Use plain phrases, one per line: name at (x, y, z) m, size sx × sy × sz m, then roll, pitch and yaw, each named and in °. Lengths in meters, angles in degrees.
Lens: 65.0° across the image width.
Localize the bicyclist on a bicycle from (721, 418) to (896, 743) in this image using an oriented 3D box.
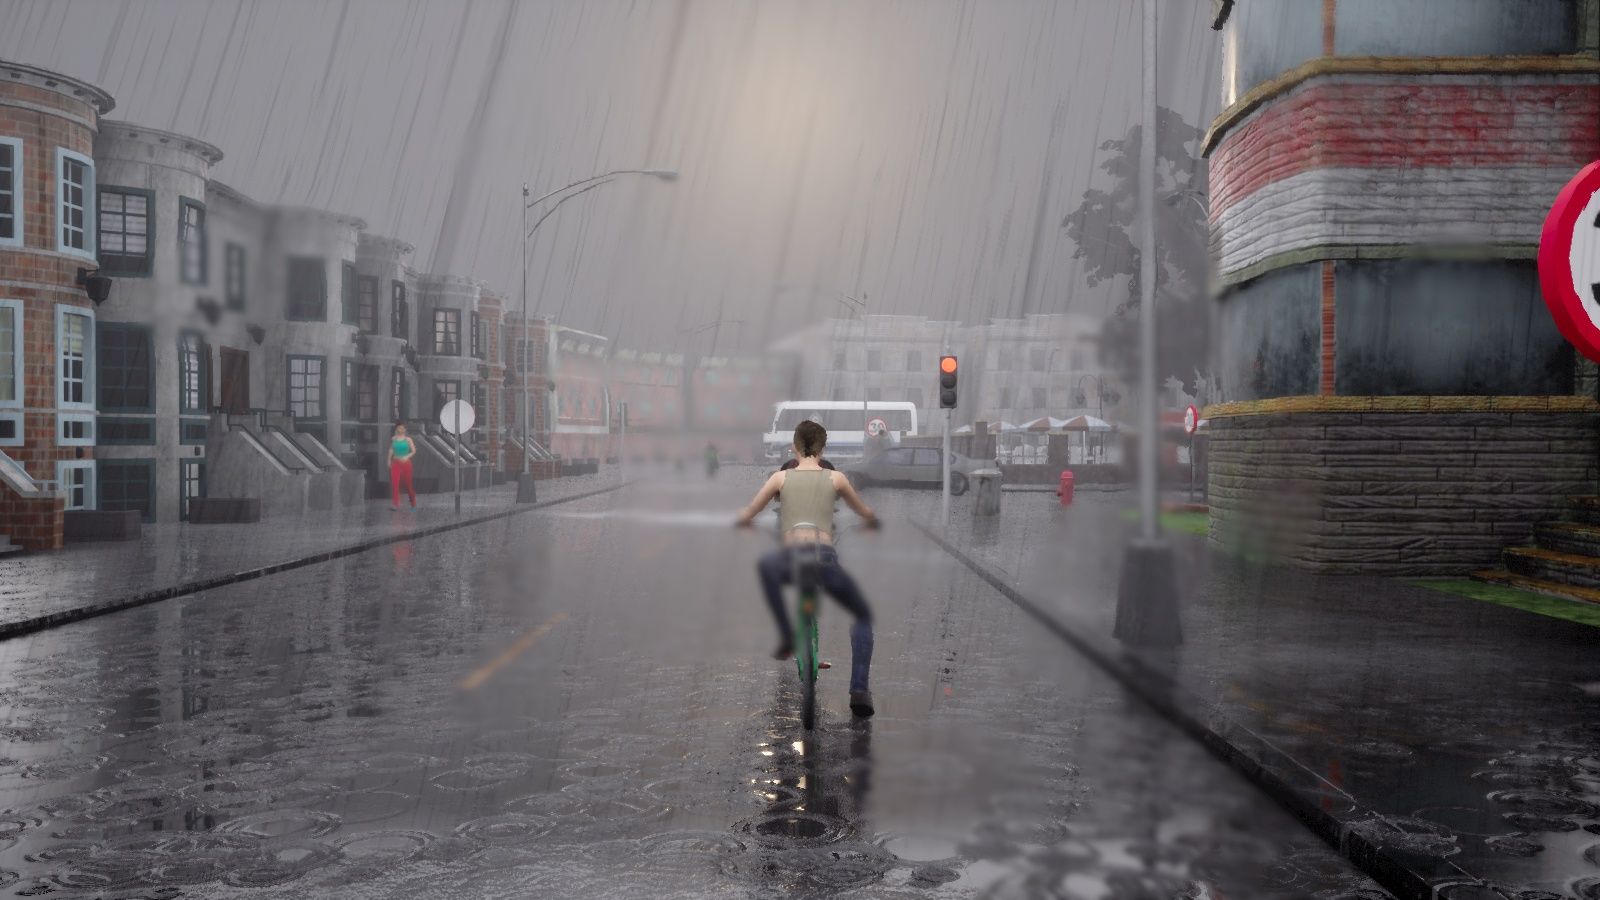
bicyclist on a bicycle at (0.047, 0.644, 6.991) m, size 0.866 × 1.612 × 1.509 m, roll 0°, pitch 0°, yaw 0°

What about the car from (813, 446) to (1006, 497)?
car at (3.198, 0.591, 36.362) m, size 5.357 × 1.411 × 2.033 m, roll 0°, pitch 0°, yaw 12°

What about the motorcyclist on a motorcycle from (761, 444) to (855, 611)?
motorcyclist on a motorcycle at (0.080, 0.710, 12.643) m, size 0.866 × 1.530 × 2.191 m, roll 0°, pitch 0°, yaw 0°

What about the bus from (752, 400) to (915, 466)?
bus at (2.158, -1.105, 83.488) m, size 10.273 × 4.253 × 3.944 m, roll 0°, pitch 1°, yaw -8°

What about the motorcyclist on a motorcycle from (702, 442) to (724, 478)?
motorcyclist on a motorcycle at (-3.723, 0.420, 54.162) m, size 0.797 × 1.523 × 2.044 m, roll 0°, pitch 0°, yaw 0°

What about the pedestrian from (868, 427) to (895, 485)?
pedestrian at (2.771, 0.211, 42.535) m, size 0.873 × 1.952 × 0.659 m, roll 0°, pitch 0°, yaw 1°

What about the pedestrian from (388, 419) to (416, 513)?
pedestrian at (-7.867, 0.310, 24.813) m, size 0.345 × 1.836 × 0.594 m, roll 0°, pitch 0°, yaw 1°
